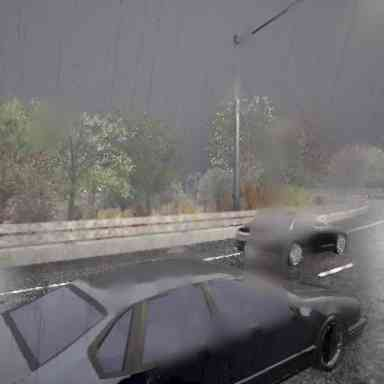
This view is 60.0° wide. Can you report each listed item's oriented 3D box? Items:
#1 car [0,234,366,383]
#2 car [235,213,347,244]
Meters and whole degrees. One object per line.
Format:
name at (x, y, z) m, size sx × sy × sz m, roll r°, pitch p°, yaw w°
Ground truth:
car at (-0.113, 1.545, 3.840) m, size 5.357 × 1.411 × 2.033 m, roll 0°, pitch 0°, yaw -37°
car at (3.537, 1.482, 11.407) m, size 4.902 × 1.511 × 2.128 m, roll 0°, pitch 0°, yaw -41°
